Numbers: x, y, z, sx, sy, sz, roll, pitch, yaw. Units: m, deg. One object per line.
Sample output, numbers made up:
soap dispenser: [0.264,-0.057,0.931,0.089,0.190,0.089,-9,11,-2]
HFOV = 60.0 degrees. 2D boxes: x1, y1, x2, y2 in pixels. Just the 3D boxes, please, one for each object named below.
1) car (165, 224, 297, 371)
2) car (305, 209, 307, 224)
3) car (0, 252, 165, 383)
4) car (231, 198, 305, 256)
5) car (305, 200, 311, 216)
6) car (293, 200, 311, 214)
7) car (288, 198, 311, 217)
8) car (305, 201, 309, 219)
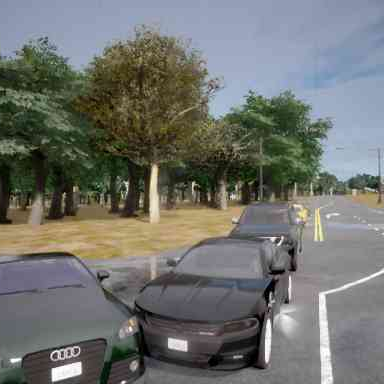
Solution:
car: [0.740,1.615,6.257,1.882,1.535,5.008,-1,-2,21]
car: [5.091,1.780,18.301,1.895,1.301,4.718,-1,0,21]
car: [-2.307,1.645,4.961,1.994,1.385,4.181,2,-2,-33]
car: [2.862,1.463,12.397,2.150,2.045,5.566,-2,0,21]
car: [9.302,1.733,29.558,1.812,1.442,4.674,-1,0,21]
car: [13.328,1.760,40.142,1.812,1.442,4.674,-1,0,21]
car: [11.331,1.573,34.932,2.097,1.767,4.553,-1,0,21]
car: [7.241,1.671,24.054,1.882,1.535,5.008,-1,0,21]
